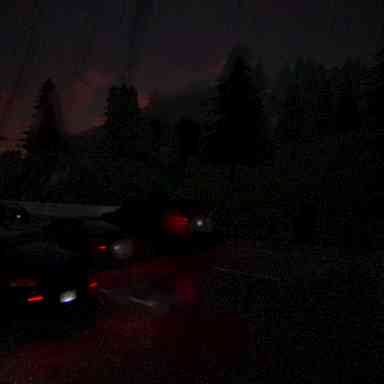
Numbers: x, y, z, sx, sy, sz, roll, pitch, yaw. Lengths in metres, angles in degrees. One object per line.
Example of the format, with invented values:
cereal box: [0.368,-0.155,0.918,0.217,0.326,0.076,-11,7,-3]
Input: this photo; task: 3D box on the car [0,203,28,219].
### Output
car: [-13.782,1.518,24.803,4.674,1.442,1.812,0,0,44]

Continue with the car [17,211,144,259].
car: [-4.005,1.532,11.541,4.674,1.442,1.812,0,0,40]

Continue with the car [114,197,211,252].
car: [-1.785,1.242,14.234,5.566,2.045,2.150,1,0,39]

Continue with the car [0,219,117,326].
car: [-3.819,1.525,6.883,4.674,1.442,1.812,0,0,39]
